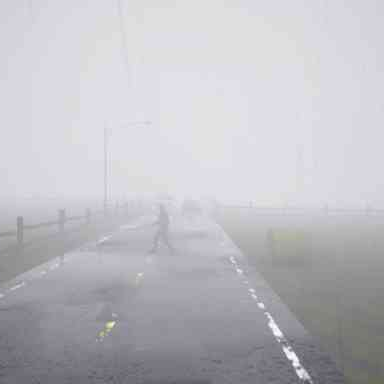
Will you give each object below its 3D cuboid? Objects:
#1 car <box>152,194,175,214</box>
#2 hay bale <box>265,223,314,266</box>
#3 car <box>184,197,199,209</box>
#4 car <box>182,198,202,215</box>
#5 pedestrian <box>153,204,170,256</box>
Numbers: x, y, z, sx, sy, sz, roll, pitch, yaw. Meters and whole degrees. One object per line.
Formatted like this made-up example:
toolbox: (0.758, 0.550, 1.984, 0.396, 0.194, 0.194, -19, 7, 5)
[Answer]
car: (-2.941, 1.233, 35.389, 2.150, 2.045, 5.566, 0, 0, 0)
hay bale: (3.091, 1.657, 10.698, 1.220, 1.180, 1.240, -1, -1, 0)
car: (-0.040, 1.498, 45.863, 1.882, 1.535, 5.008, 0, 0, 0)
car: (0.003, 1.612, 33.656, 1.895, 1.301, 4.718, 0, 0, 0)
pedestrian: (-1.069, 1.294, 11.657, 0.375, 1.860, 0.375, 1, -1, -2)
